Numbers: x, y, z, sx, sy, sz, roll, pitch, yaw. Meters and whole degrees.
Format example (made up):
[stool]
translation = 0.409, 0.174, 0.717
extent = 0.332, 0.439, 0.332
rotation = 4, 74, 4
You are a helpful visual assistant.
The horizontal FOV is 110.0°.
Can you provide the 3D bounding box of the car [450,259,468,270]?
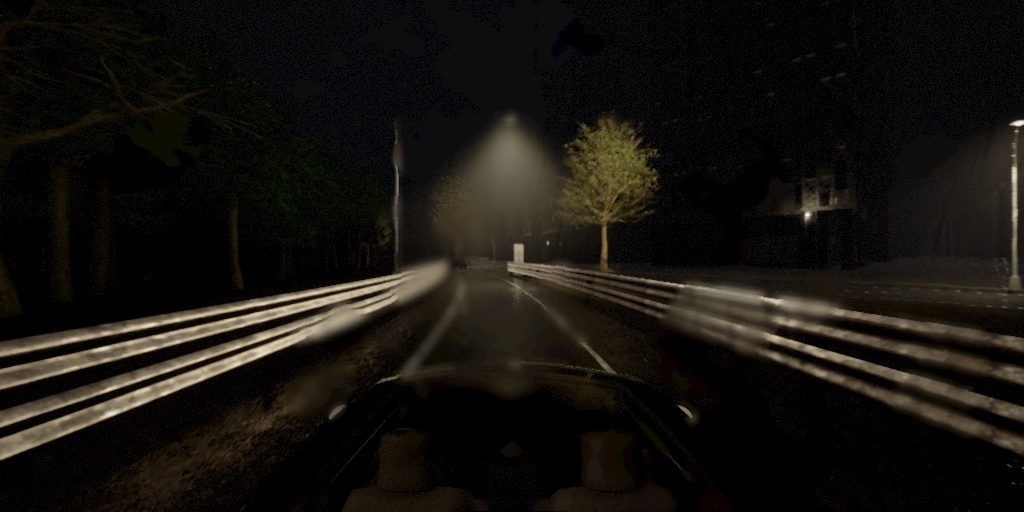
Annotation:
[car]
translation = -7.597, 1.160, 50.977
extent = 1.882, 1.535, 5.008
rotation = 0, 0, -18
